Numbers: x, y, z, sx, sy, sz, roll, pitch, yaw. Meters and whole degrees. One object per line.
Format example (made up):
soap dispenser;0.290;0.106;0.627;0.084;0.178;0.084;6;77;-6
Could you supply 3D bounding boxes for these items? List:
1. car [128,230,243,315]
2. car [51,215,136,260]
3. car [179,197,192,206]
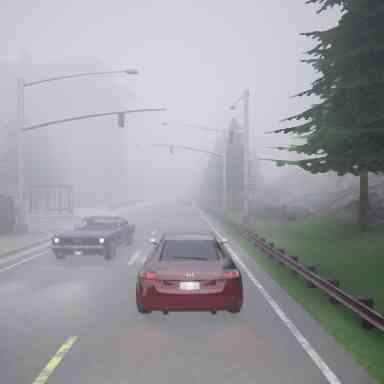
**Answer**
car;-0.072;1.564;7.657;1.994;1.385;4.181;0;0;-1
car;-3.472;1.601;12.584;1.895;1.301;4.718;0;0;2
car;-1.066;1.564;54.590;1.994;1.385;4.181;0;0;-1
